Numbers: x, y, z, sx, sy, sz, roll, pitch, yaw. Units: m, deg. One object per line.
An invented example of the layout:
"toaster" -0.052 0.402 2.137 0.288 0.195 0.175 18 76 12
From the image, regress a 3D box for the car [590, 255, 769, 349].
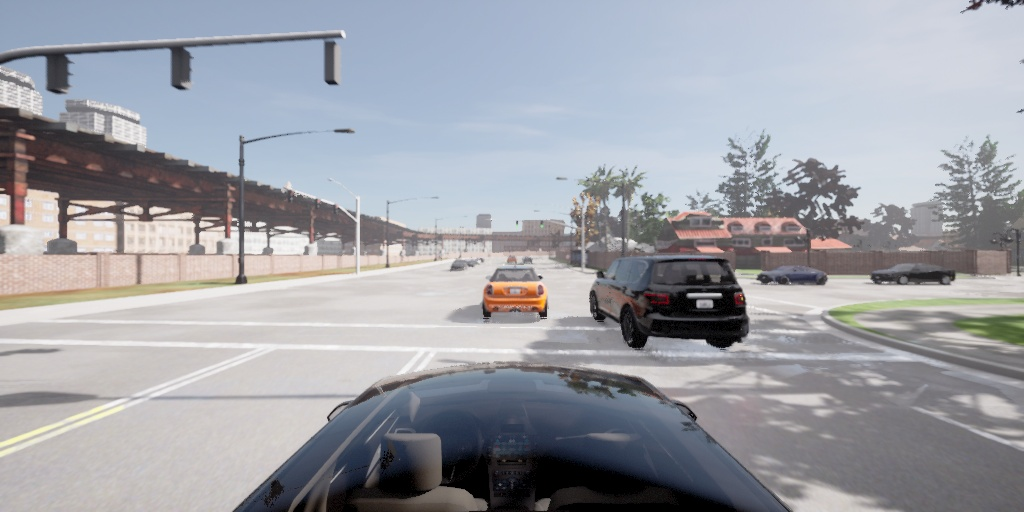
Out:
"car" 3.597 0.987 9.369 2.150 2.045 5.566 0 0 0

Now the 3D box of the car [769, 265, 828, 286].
"car" 19.894 1.361 25.562 4.181 1.385 1.994 0 0 -1

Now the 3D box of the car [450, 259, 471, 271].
"car" -7.088 1.208 48.257 1.837 1.490 4.892 0 1 0

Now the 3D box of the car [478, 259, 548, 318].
"car" 0.099 1.124 13.180 2.097 1.767 4.553 0 0 0

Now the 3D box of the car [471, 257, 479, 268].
"car" -7.027 1.176 57.604 1.994 1.385 4.181 0 1 1

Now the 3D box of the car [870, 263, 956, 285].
"car" 28.710 1.274 25.787 5.008 1.535 1.882 0 0 -2
